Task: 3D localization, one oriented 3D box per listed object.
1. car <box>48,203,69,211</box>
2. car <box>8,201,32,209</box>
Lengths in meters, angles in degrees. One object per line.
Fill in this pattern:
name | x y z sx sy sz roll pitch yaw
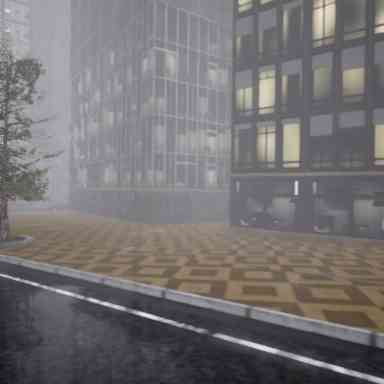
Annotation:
car | -22.087 2.468 56.636 4.507 1.381 1.887 0 1 -34
car | -31.217 2.318 59.933 4.403 1.369 2.008 0 1 -34
